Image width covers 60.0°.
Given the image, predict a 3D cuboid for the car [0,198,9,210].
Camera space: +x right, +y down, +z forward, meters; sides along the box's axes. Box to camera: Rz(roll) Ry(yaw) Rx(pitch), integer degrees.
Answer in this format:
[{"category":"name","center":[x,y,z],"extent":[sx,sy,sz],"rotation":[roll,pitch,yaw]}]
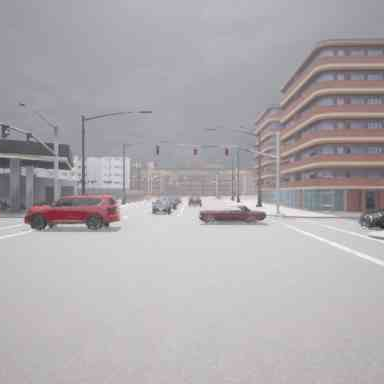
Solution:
[{"category":"car","center":[-23.943,1.456,39.401],"extent":[3.806,1.475,1.970],"rotation":[0,0,1]}]

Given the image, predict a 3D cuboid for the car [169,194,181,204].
[{"category":"car","center":[-3.208,1.352,65.098],"extent":[2.097,1.767,4.553],"rotation":[0,0,0]}]

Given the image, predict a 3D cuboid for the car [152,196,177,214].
[{"category":"car","center":[-3.076,1.491,35.209],"extent":[2.128,1.511,4.902],"rotation":[0,0,0]}]

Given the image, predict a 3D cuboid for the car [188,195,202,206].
[{"category":"car","center":[0.498,1.352,54.904],"extent":[2.097,1.767,4.553],"rotation":[0,0,0]}]

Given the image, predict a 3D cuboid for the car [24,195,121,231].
[{"category":"car","center":[-7.179,1.221,20.376],"extent":[5.566,2.045,2.150],"rotation":[0,0,1]}]

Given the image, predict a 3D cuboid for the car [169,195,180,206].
[{"category":"car","center":[-3.133,1.352,44.927],"extent":[2.097,1.767,4.553],"rotation":[0,0,0]}]

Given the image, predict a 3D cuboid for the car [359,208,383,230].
[{"category":"car","center":[12.686,1.352,20.152],"extent":[4.553,1.767,2.097],"rotation":[0,0,0]}]

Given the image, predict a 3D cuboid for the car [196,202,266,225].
[{"category":"car","center":[2.781,1.601,23.779],"extent":[4.718,1.301,1.895],"rotation":[0,0,1]}]
